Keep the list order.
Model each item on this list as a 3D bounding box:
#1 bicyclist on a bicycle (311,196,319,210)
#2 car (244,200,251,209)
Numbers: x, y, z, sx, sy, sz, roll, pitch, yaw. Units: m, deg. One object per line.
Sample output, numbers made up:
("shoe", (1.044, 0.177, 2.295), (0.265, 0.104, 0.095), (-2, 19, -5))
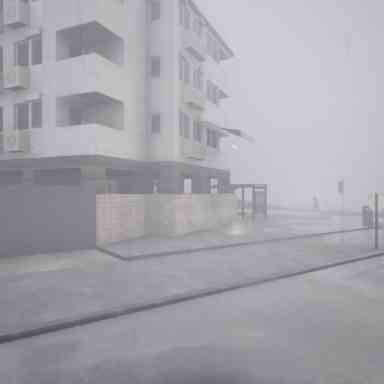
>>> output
("bicyclist on a bicycle", (14.652, 1.349, 39.554), (1.656, 1.620, 0.582), (0, 0, -35))
("car", (5.902, 1.564, 44.588), (1.994, 1.385, 4.181), (0, 0, -35))
